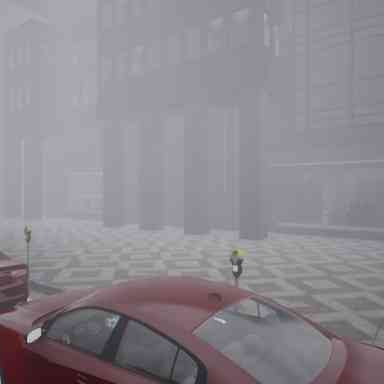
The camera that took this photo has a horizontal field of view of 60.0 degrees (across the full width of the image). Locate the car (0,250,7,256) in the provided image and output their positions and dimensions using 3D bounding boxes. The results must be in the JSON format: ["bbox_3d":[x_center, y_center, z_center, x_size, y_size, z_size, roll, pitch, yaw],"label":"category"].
[{"bbox_3d":[-5.002,1.545,6.540,4.507,1.381,1.887,0,0,36],"label":"car"}]

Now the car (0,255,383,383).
[{"bbox_3d":[-0.418,1.545,3.262,4.507,1.381,1.887,0,0,36],"label":"car"}]
